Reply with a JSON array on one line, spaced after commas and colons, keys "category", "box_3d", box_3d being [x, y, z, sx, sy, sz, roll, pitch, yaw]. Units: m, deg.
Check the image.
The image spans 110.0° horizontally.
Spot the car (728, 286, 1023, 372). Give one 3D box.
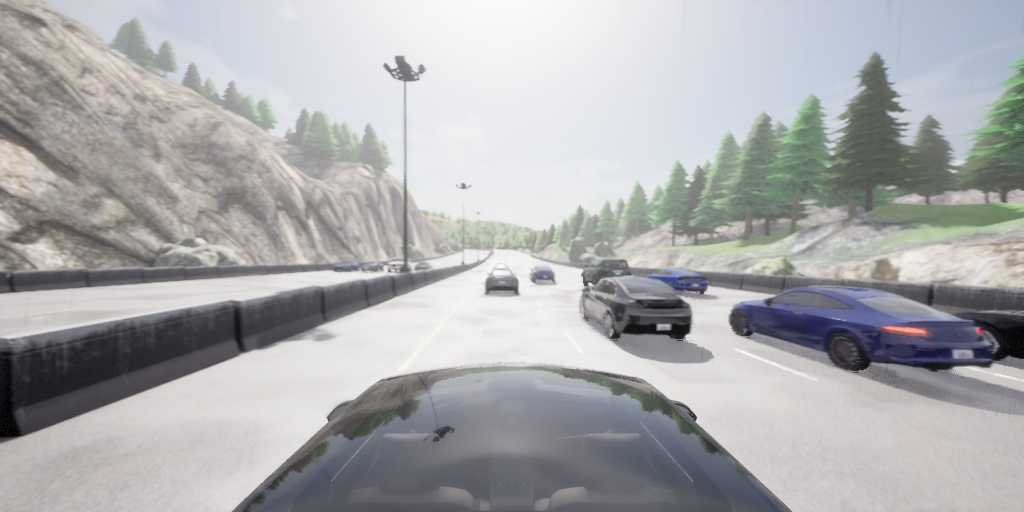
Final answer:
[{"category": "car", "box_3d": [6.851, 1.371, 7.806, 1.812, 1.442, 4.674, 0, -1, -2]}]

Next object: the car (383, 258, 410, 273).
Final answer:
[{"category": "car", "box_3d": [-15.655, 1.241, 49.951, 2.150, 2.045, 5.566, 0, -1, -2]}]

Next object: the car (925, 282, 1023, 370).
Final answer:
[{"category": "car", "box_3d": [10.423, 1.331, 5.684, 1.882, 1.535, 5.008, 0, -1, -2]}]

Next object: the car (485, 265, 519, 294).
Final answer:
[{"category": "car", "box_3d": [-0.615, 1.467, 21.929, 1.994, 1.385, 4.181, 0, 0, -2]}]

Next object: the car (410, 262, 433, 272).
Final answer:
[{"category": "car", "box_3d": [-12.138, 1.540, 49.121, 1.837, 1.490, 4.892, 0, -1, -1]}]

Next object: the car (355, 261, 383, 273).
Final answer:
[{"category": "car", "box_3d": [-19.145, 1.479, 49.377, 2.128, 1.511, 4.902, 0, -1, -1]}]

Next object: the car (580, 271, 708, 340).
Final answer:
[{"category": "car", "box_3d": [3.267, 1.344, 10.319, 1.837, 1.490, 4.892, 0, -1, -2]}]

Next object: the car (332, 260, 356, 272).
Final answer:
[{"category": "car", "box_3d": [-22.638, 1.310, 49.034, 2.097, 1.767, 4.553, 0, 0, -1]}]

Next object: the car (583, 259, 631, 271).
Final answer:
[{"category": "car", "box_3d": [6.310, 1.193, 24.365, 2.150, 2.045, 5.566, 0, 0, -2]}]

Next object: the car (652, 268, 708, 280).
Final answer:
[{"category": "car", "box_3d": [9.890, 1.453, 21.943, 1.882, 1.535, 5.008, 0, 0, -2]}]

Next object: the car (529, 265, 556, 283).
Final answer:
[{"category": "car", "box_3d": [2.593, 1.520, 30.898, 1.812, 1.442, 4.674, 0, 0, -2]}]
